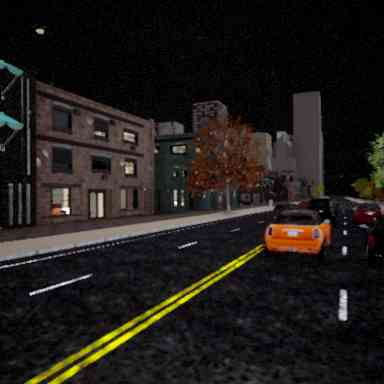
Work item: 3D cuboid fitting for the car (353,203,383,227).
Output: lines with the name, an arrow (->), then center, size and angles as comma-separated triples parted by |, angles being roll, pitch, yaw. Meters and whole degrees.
car -> 13.639, 1.626, 25.718 | 2.097, 1.767, 4.553 | 0, -1, 25

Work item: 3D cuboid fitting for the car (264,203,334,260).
car -> 4.397, 1.499, 13.467 | 2.097, 1.767, 4.553 | 0, -1, 25

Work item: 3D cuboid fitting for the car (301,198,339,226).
car -> 10.326, 1.510, 26.314 | 2.150, 2.045, 5.566 | 0, 0, 25

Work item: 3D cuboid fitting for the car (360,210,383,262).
car -> 7.391, 1.637, 12.195 | 1.837, 1.490, 4.892 | 0, 0, 25

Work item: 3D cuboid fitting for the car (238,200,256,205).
car -> 13.645, 2.735, 82.815 | 4.313, 1.339, 1.947 | -1, 0, 24

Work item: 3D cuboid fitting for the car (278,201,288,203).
car -> 13.523, 2.090, 49.553 | 2.033, 1.411, 5.357 | 0, -1, 24
